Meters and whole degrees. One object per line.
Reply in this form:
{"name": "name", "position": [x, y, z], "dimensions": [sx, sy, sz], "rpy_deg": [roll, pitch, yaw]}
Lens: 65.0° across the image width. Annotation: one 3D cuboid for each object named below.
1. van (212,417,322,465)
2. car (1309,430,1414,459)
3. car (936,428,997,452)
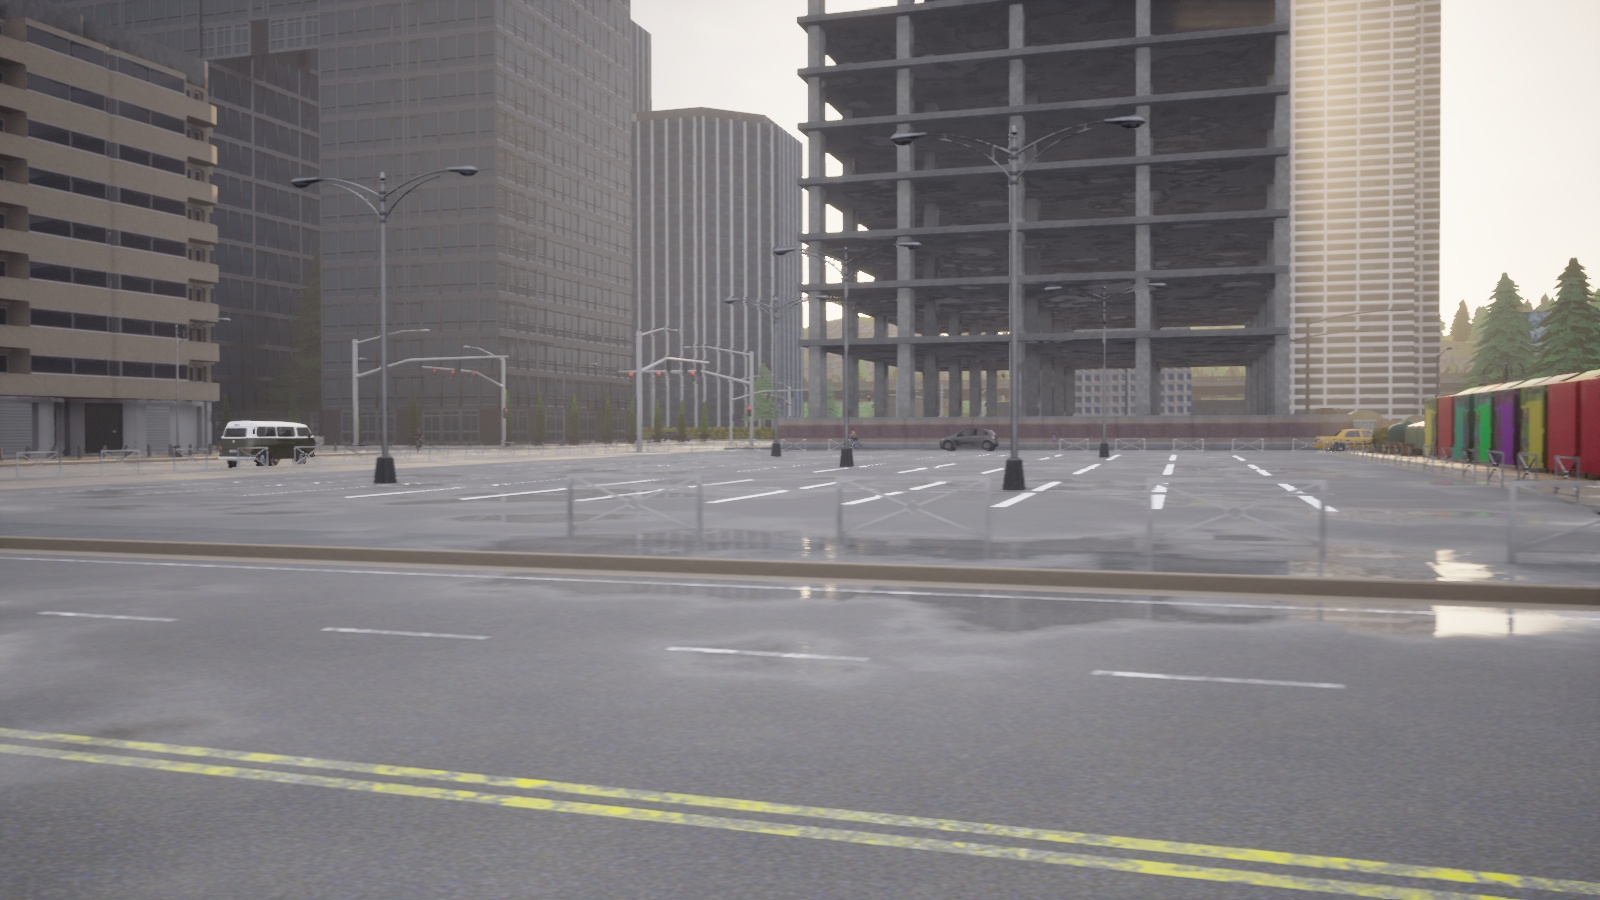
{"name": "van", "position": [-23.416, -0.425, 55.359], "dimensions": [2.069, 2.038, 4.480], "rpy_deg": [0, 1, 17]}
{"name": "car", "position": [32.601, -0.337, 73.030], "dimensions": [5.366, 1.575, 1.801], "rpy_deg": [0, 1, 17]}
{"name": "car", "position": [11.500, -0.676, 86.678], "dimensions": [3.988, 1.617, 1.851], "rpy_deg": [0, 1, 17]}
